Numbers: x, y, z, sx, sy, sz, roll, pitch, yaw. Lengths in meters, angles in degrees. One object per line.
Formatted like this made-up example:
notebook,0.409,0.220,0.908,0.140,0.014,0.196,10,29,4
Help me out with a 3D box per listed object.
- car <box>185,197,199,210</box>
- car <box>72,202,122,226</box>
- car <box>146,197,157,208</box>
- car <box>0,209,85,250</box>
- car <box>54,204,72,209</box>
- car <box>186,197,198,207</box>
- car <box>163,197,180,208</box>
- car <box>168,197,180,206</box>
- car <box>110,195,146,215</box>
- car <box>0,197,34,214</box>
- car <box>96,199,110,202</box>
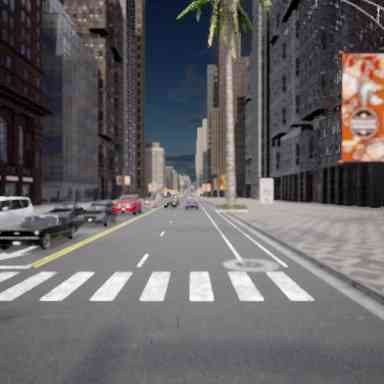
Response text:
car,-0.009,1.673,45.758,2.033,1.411,5.357,0,0,0
car,-6.607,1.619,23.531,1.994,1.385,4.181,0,0,0
car,-6.510,1.562,50.377,2.097,1.767,4.553,0,0,0
car,-6.602,1.634,14.741,1.895,1.301,4.718,0,0,0
car,-9.849,1.626,26.459,1.994,1.385,4.181,0,0,1
car,-0.011,1.646,56.181,1.882,1.535,5.008,0,0,0
car,-3.163,1.741,49.407,1.895,1.301,4.718,0,0,0
car,-3.160,1.708,59.516,1.812,1.442,4.674,0,0,0
car,-6.596,1.307,34.797,2.150,2.045,5.566,0,0,0
car,-9.854,1.260,16.491,2.150,2.045,5.566,0,0,0
car,-9.844,1.584,36.837,2.128,1.511,4.902,0,0,0
